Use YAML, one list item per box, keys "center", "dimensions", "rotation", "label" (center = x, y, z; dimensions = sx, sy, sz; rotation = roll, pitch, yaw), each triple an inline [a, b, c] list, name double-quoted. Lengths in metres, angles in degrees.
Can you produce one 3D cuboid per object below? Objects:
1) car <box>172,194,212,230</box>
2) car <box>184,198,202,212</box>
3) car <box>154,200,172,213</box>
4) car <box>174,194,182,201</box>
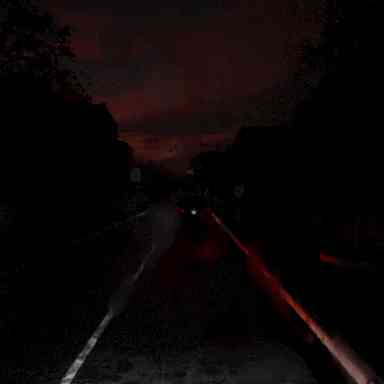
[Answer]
- center: [0.100, 1.254, 21.631]
  dimensions: [2.150, 2.045, 5.566]
  rotation: [0, 0, 0]
  label: "car"
- center: [0.097, 1.553, 41.102]
  dimensions: [2.128, 1.511, 4.902]
  rotation: [0, 0, 0]
  label: "car"
- center: [-3.116, 1.604, 37.527]
  dimensions: [2.033, 1.411, 5.357]
  rotation: [0, 0, 0]
  label: "car"
- center: [-3.234, 1.267, 78.425]
  dimensions: [1.882, 1.535, 5.008]
  rotation: [0, 1, 0]
  label: "car"
